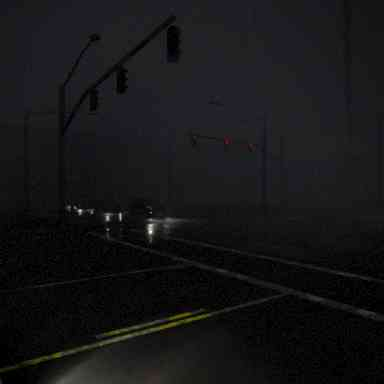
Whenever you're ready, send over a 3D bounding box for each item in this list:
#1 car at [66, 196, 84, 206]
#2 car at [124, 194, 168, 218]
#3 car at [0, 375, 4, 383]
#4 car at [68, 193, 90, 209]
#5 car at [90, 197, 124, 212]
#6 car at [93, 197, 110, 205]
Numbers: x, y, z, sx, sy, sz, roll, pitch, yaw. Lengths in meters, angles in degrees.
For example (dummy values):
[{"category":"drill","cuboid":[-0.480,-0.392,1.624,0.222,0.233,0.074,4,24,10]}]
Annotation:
[{"category":"car","cuboid":[-19.602,1.492,56.030,2.128,1.511,4.902,0,0,-10]},{"category":"car","cuboid":[-4.054,1.352,30.447,2.097,1.767,4.553,0,0,-36]},{"category":"car","cuboid":[-3.664,1.547,1.195,5.357,1.411,2.033,0,0,-35]},{"category":"car","cuboid":[-15.569,1.221,46.641,2.150,2.045,5.566,0,0,-33]},{"category":"car","cuboid":[-9.832,1.526,38.456,1.812,1.442,4.674,0,0,-36]},{"category":"car","cuboid":[-16.586,1.601,61.374,1.895,1.301,4.718,0,0,0]}]
